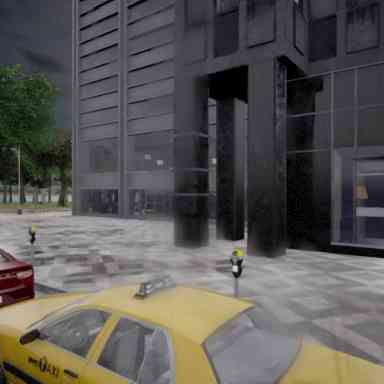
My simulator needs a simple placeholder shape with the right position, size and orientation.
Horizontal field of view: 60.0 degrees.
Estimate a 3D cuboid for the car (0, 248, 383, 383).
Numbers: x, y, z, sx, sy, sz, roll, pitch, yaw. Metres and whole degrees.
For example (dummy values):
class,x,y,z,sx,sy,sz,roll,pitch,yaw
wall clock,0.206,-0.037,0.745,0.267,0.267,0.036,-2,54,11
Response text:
class,x,y,z,sx,sy,sz,roll,pitch,yaw
car,-0.558,1.525,3.361,4.829,1.417,1.752,0,0,36
